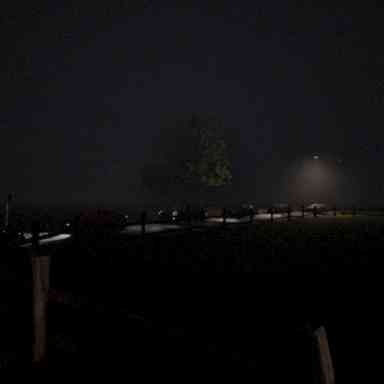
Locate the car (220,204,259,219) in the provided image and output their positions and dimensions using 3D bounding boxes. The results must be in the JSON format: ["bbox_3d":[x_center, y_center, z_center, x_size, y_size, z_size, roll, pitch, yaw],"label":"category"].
[{"bbox_3d":[5.135,2.003,35.125,2.033,1.411,5.357,0,-1,38],"label":"car"}]

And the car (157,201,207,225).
[{"bbox_3d":[-0.762,1.666,27.575,2.097,1.767,4.553,0,-1,38],"label":"car"}]

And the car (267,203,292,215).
[{"bbox_3d":[11.293,2.164,42.963,1.994,1.385,4.181,0,-1,38],"label":"car"}]

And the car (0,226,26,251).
[{"bbox_3d":[-8.219,1.623,11.807,2.033,1.411,5.357,0,-1,5],"label":"car"}]

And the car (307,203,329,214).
[{"bbox_3d":[17.580,2.270,46.278,1.994,1.385,4.181,0,-1,38],"label":"car"}]

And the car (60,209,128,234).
[{"bbox_3d":[-6.022,1.750,20.843,1.994,1.385,4.181,0,-1,38],"label":"car"}]
